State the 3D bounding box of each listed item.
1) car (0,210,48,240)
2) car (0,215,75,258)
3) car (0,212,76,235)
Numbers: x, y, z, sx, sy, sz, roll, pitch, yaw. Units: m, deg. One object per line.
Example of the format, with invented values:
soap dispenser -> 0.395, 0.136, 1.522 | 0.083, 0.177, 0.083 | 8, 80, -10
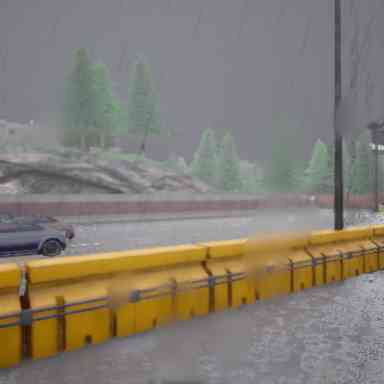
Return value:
car -> -10.801, 1.768, 17.776 | 5.357, 1.411, 2.033 | 0, -1, -36
car -> -6.774, 1.713, 12.050 | 4.181, 1.385, 1.994 | 0, -1, -36
car -> -7.727, 1.755, 15.672 | 4.181, 1.385, 1.994 | 0, -1, -36
